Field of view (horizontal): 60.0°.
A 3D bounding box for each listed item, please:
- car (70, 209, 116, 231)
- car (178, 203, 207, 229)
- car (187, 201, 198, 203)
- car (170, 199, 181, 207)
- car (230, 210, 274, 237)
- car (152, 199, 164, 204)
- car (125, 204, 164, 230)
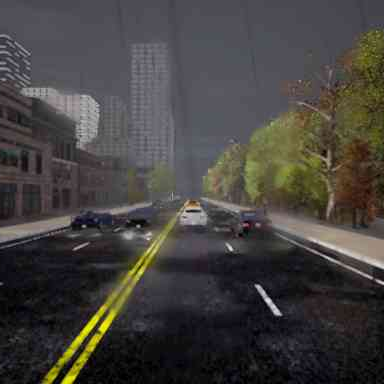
[{"bbox_3d":[-6.595,1.824,22.566,1.895,1.301,4.718,0,-1,0],"label":"car"},{"bbox_3d":[0.103,1.755,23.174,1.812,1.442,4.674,0,0,0],"label":"car"},{"bbox_3d":[0.104,1.928,45.864,1.882,1.535,5.008,0,0,0],"label":"car"},{"bbox_3d":[-3.248,2.177,66.110,1.812,1.442,4.674,0,0,0],"label":"car"},{"bbox_3d":[3.352,1.740,19.371,2.033,1.411,5.357,0,-1,0],"label":"car"},{"bbox_3d":[-6.505,2.126,64.401,1.837,1.490,4.892,0,0,0],"label":"car"},{"bbox_3d":[-3.345,1.779,23.414,2.033,1.411,5.357,0,-1,0],"label":"car"}]
